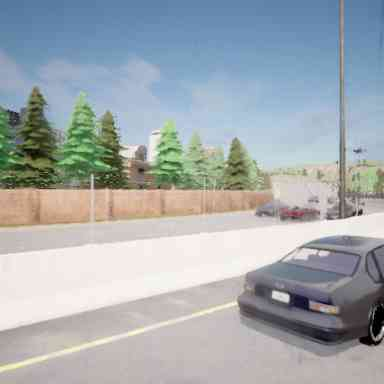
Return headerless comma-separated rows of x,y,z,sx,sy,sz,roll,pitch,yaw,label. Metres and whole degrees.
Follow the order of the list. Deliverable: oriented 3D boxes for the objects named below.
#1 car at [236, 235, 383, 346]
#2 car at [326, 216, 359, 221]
3.221,1.571,6.445,5.357,1.411,2.033,0,0,-40,car
11.465,1.593,24.903,1.837,1.490,4.892,0,0,39,car
